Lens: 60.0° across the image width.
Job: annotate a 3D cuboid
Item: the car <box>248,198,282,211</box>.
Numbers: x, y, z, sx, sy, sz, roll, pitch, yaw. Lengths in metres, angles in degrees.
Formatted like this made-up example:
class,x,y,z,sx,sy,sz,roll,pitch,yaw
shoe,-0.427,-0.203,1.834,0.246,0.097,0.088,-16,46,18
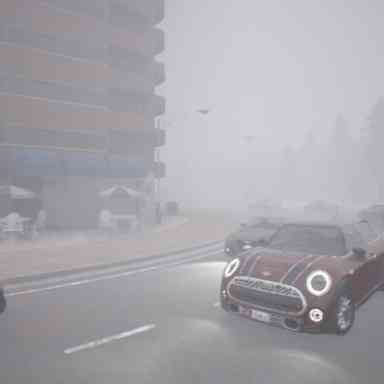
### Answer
class,x,y,z,sx,sy,sz,roll,pitch,yaw
car,8.986,1.492,41.329,2.097,1.767,4.553,0,0,-28

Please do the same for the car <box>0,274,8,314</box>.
class,x,y,z,sx,sy,sz,roll,pitch,yaw
car,-5.335,1.383,4.812,4.553,1.767,2.097,0,0,-38

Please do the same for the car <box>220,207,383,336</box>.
class,x,y,z,sx,sy,sz,roll,pitch,yaw
car,2.570,1.374,6.964,2.097,1.767,4.553,0,0,41

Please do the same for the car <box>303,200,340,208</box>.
class,x,y,z,sx,sy,sz,roll,pitch,yaw
car,14.564,1.640,37.621,1.812,1.442,4.674,0,0,-19

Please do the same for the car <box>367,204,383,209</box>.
class,x,y,z,sx,sy,sz,roll,pitch,yaw
car,13.294,1.569,23.124,1.837,1.490,4.892,0,0,5
